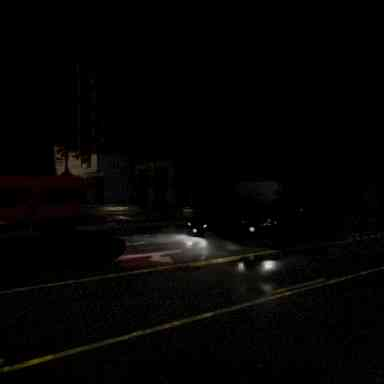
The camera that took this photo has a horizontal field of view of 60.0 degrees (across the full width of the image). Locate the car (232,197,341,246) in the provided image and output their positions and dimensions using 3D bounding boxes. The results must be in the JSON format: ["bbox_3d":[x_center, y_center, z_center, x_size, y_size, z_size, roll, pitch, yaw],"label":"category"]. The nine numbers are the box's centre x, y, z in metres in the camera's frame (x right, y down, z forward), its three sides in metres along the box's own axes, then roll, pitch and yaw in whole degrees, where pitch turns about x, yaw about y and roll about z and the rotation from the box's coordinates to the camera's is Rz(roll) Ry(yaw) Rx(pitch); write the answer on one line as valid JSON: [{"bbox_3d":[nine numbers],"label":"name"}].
[{"bbox_3d":[4.845,1.258,15.936,5.566,2.045,2.150,0,0,-35],"label":"car"}]

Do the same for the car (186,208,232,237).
[{"bbox_3d":[2.321,1.584,18.450,5.357,1.411,2.033,0,0,-35],"label":"car"}]

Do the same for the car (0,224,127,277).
[{"bbox_3d":[-4.391,1.608,9.407,4.718,1.301,1.895,0,0,-35],"label":"car"}]
